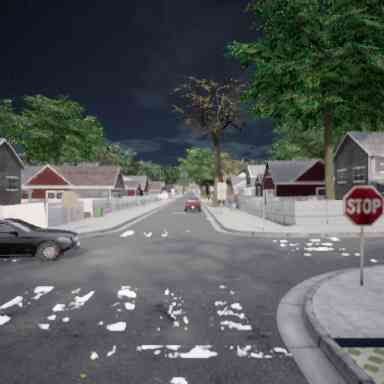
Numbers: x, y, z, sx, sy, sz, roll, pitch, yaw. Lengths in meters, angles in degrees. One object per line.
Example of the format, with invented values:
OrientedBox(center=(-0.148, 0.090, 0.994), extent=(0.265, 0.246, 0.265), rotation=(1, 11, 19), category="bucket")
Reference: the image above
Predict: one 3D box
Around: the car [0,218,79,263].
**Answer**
OrientedBox(center=(-6.332, 1.614, 11.398), extent=(4.674, 1.442, 1.812), rotation=(-1, 0, -10), category="car")

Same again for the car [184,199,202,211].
OrientedBox(center=(0.104, 1.533, 39.904), extent=(1.812, 1.442, 4.674), rotation=(0, 0, 0), category="car")
